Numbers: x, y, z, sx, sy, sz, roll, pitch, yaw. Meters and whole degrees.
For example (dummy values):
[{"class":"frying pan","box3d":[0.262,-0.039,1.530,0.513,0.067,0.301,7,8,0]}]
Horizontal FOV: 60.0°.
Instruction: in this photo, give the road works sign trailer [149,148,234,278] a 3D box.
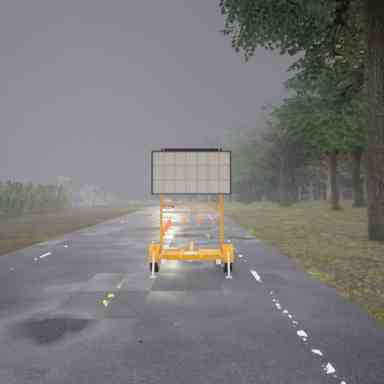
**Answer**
[{"class":"road works sign trailer","box3d":[-0.015,0.479,10.139,2.380,3.560,2.880,0,0,0]}]

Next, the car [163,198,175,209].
[{"class":"car","box3d":[-3.581,1.707,48.963,2.128,1.511,4.902,0,-1,0]}]
